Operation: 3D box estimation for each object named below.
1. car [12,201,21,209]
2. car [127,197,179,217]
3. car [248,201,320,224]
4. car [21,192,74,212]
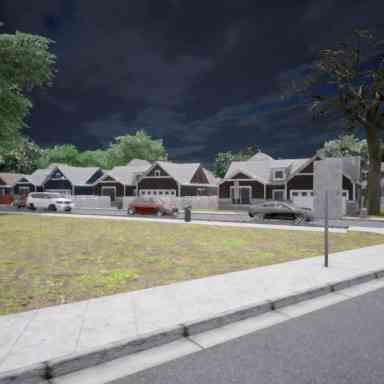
[{"bbox_3d":[-19.555,1.367,40.744,5.357,1.411,2.033,0,0,28],"label":"car"},{"bbox_3d":[-3.368,1.238,28.986,4.553,1.767,2.097,0,0,28],"label":"car"},{"bbox_3d":[6.379,1.424,23.474,4.902,1.511,2.128,0,0,30],"label":"car"},{"bbox_3d":[-15.035,1.056,35.165,5.566,2.045,2.150,0,0,28],"label":"car"}]
